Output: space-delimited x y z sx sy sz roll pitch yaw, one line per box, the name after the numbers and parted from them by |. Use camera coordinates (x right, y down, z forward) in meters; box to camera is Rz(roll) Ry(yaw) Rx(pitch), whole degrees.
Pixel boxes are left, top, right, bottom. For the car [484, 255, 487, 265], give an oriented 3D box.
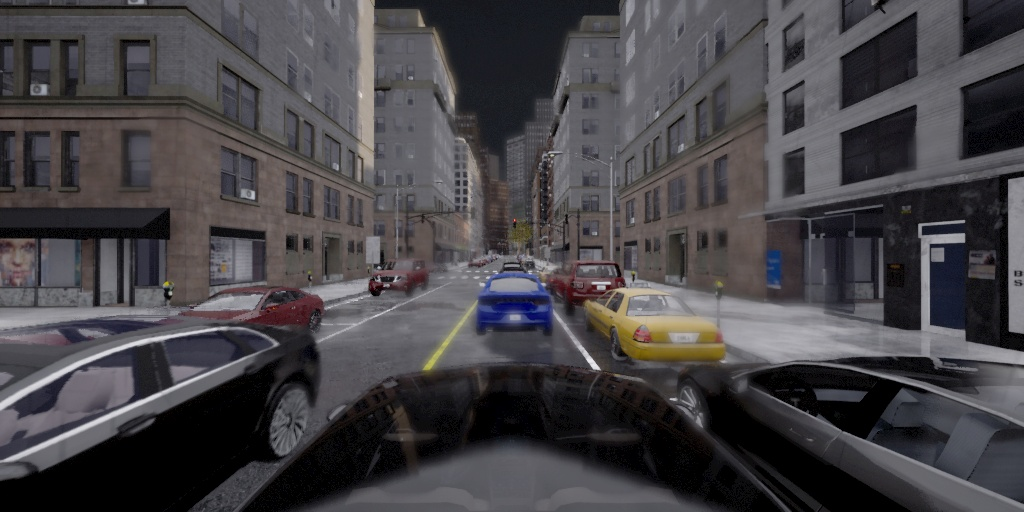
-5.824 0.989 62.096 1.967 1.591 4.097 0 0 0 | car

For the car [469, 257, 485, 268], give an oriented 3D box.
-5.818 1.126 56.671 1.888 1.381 4.507 0 0 0 | car

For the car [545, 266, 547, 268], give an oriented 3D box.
2.745 1.313 19.012 1.802 1.307 4.207 0 0 0 | car

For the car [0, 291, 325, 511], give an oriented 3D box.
-3.100 1.241 2.172 2.128 1.511 4.902 0 0 0 | car

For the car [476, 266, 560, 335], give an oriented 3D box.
0.041 1.222 10.504 1.882 1.535 5.008 0 0 -1 | car

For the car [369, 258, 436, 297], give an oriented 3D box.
-5.780 1.046 19.011 2.192 1.841 5.009 0 0 0 | car

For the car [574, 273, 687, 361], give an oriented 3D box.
2.756 1.272 8.077 1.751 1.417 4.829 0 0 0 | car

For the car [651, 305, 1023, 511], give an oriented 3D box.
2.762 1.316 2.355 1.948 1.339 4.313 0 0 0 | car

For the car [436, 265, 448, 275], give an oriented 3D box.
-9.379 1.228 37.370 5.357 1.411 2.033 0 0 -13 | car

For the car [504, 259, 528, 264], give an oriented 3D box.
0.022 1.215 26.984 1.837 1.490 4.892 0 0 0 | car

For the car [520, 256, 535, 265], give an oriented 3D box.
2.707 1.131 56.673 2.007 1.370 4.403 0 0 0 | car

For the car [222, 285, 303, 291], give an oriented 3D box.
-5.769 1.329 7.905 1.802 1.307 4.207 0 0 0 | car

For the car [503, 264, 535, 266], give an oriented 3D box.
0.077 1.296 18.071 1.994 1.385 4.181 0 0 0 | car

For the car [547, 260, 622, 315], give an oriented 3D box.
2.751 1.055 13.461 2.192 1.841 5.009 0 0 0 | car
